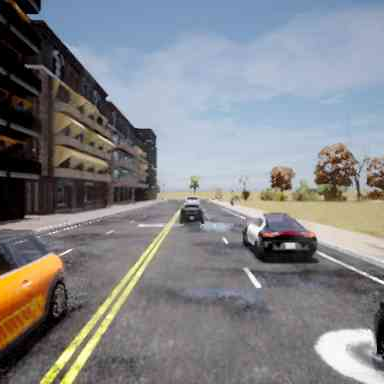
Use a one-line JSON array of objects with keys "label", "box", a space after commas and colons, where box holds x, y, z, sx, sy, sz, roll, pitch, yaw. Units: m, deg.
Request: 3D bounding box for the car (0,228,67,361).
[{"label": "car", "box": [-3.351, 1.382, 4.225, 2.097, 1.767, 4.553, 0, 0, 0]}]

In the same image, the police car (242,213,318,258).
[{"label": "police car", "box": [3.249, 1.601, 13.369, 2.038, 1.542, 4.974, 0, 0, 0]}]

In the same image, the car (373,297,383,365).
[{"label": "car", "box": [3.250, 1.510, 2.368, 2.128, 1.511, 4.902, 0, 0, 0]}]

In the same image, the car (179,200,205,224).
[{"label": "car", "box": [-0.011, 1.696, 27.086, 1.837, 1.490, 4.892, 0, -1, 0]}]

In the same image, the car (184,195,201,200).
[{"label": "car", "box": [0.063, 1.560, 47.697, 2.150, 2.045, 5.566, 0, 0, 0]}]

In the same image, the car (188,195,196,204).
[{"label": "car", "box": [-0.011, 1.805, 83.494, 2.150, 2.045, 5.566, 0, 0, 0]}]
